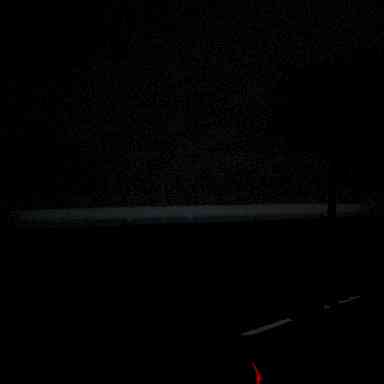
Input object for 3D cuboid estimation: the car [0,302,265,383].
[{"bbox_3d":[-1.423,1.563,2.057,4.181,1.385,1.994,0,0,-36],"label":"car"}]
